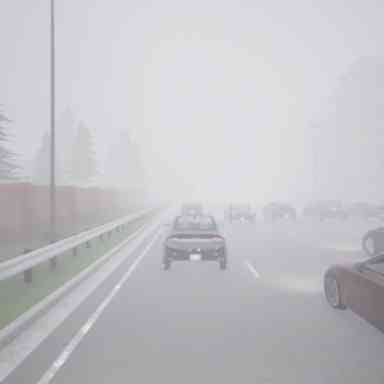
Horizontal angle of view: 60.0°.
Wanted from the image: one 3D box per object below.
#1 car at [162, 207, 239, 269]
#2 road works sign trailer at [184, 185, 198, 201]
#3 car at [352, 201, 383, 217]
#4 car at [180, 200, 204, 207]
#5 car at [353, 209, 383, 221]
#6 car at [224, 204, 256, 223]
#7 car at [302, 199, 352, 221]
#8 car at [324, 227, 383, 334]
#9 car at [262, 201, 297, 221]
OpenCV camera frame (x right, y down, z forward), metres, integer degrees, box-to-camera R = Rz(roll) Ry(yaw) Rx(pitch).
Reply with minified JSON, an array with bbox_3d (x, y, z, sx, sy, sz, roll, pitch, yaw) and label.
[{"bbox_3d":[0.081,1.481,11.084,2.128,1.511,4.902,0,0,0],"label":"car"},{"bbox_3d":[-0.328,0.403,64.526,2.380,3.560,2.880,0,0,0],"label":"road works sign trailer"},{"bbox_3d":[13.996,1.480,27.031,1.837,1.490,4.892,0,0,0],"label":"car"},{"bbox_3d":[-0.012,1.451,28.515,1.882,1.535,5.008,0,0,0],"label":"car"},{"bbox_3d":[7.085,1.495,10.077,1.837,1.490,4.892,0,0,0],"label":"car"},{"bbox_3d":[3.506,1.577,25.388,1.895,1.301,4.718,0,0,0],"label":"car"},{"bbox_3d":[10.497,1.327,26.681,2.097,1.767,4.553,0,0,0],"label":"car"},{"bbox_3d":[3.588,1.521,4.833,1.812,1.442,4.674,0,0,0],"label":"car"},{"bbox_3d":[6.996,1.480,26.994,1.837,1.490,4.892,0,0,0],"label":"car"}]
